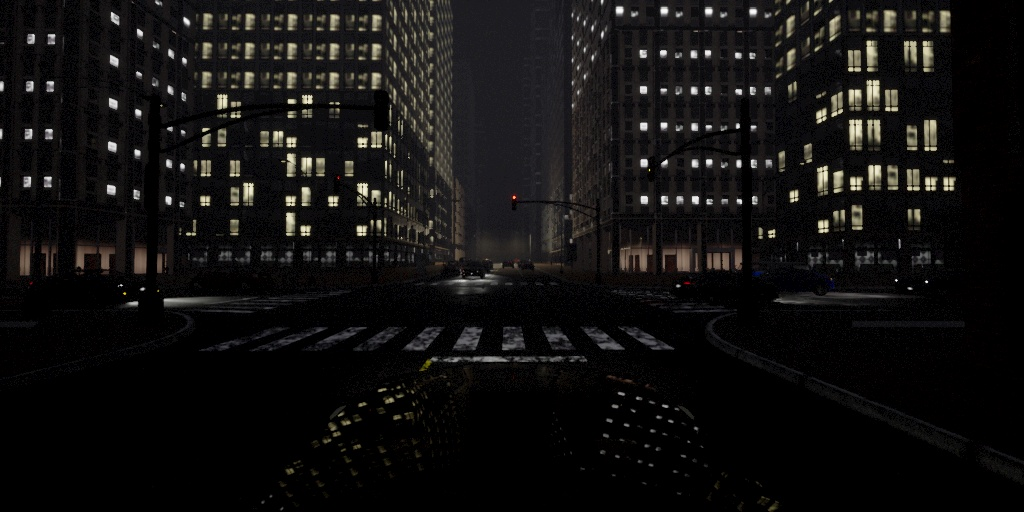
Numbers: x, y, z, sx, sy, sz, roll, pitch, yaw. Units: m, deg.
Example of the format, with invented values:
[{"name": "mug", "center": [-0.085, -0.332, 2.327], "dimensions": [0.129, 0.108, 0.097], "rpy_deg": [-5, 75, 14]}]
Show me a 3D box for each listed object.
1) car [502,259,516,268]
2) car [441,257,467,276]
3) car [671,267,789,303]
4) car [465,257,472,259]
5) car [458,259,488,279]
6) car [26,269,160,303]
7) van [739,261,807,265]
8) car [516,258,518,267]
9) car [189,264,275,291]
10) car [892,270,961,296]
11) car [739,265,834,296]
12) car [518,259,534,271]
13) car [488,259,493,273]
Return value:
[{"name": "car", "center": [-0.641, 1.263, 60.102], "dimensions": [2.128, 1.511, 4.902], "rpy_deg": [0, 0, -1]}, {"name": "car", "center": [-6.137, 1.203, 37.021], "dimensions": [1.967, 1.591, 4.097], "rpy_deg": [0, 0, -1]}, {"name": "car", "center": [9.365, 1.306, 15.935], "dimensions": [4.181, 1.385, 1.994], "rpy_deg": [0, -1, -1]}, {"name": "car", "center": [-6.279, 1.082, 48.170], "dimensions": [2.192, 1.841, 5.009], "rpy_deg": [0, 0, -1]}, {"name": "car", "center": [-3.498, 1.266, 33.206], "dimensions": [1.837, 1.490, 4.892], "rpy_deg": [0, 0, -1]}, {"name": "car", "center": [-18.131, 1.264, 15.662], "dimensions": [4.181, 1.385, 1.994], "rpy_deg": [0, -1, 0]}, {"name": "van", "center": [15.730, 1.210, 21.787], "dimensions": [3.998, 1.789, 1.690], "rpy_deg": [0, 0, -1]}, {"name": "car", "center": [1.958, 1.298, 59.664], "dimensions": [1.751, 1.417, 4.829], "rpy_deg": [0, 0, -1]}, {"name": "car", "center": [-16.742, 1.255, 21.448], "dimensions": [4.097, 1.591, 1.967], "rpy_deg": [0, 0, -1]}, {"name": "car", "center": [23.579, 1.435, 19.289], "dimensions": [4.718, 1.301, 1.895], "rpy_deg": [0, -1, -1]}, {"name": "car", "center": [14.536, 1.342, 19.192], "dimensions": [4.674, 1.442, 1.812], "rpy_deg": [0, -1, -2]}, {"name": "car", "center": [2.101, 1.350, 48.339], "dimensions": [1.802, 1.307, 4.207], "rpy_deg": [0, 0, -1]}, {"name": "car", "center": [-3.626, 1.367, 43.424], "dimensions": [1.895, 1.301, 4.718], "rpy_deg": [0, 0, -1]}]
